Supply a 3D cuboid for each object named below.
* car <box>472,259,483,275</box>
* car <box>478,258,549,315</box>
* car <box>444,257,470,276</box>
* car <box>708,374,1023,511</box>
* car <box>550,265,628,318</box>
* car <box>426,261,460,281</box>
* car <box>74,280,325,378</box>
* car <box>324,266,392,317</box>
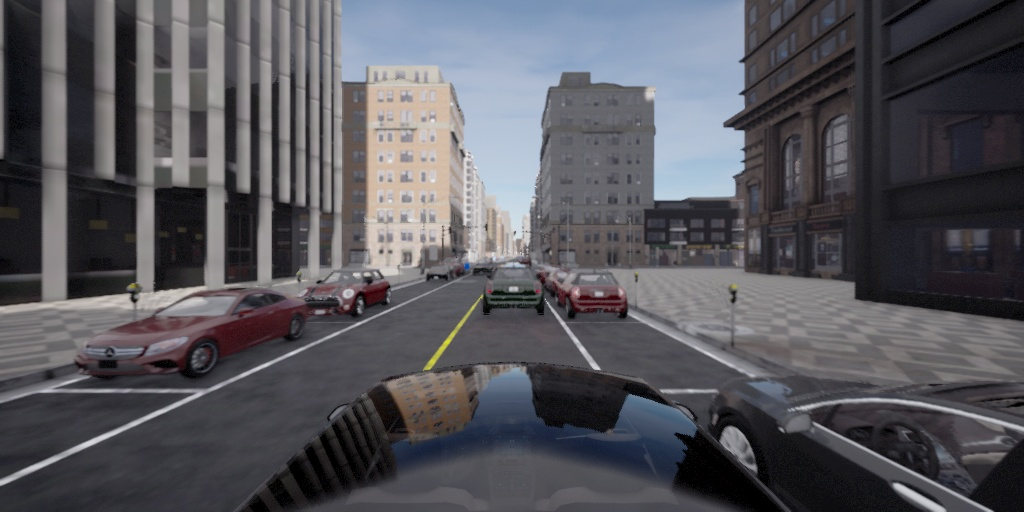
[{"bbox_3d":[-3.058,1.324,37.862,1.895,1.301,4.718,0,0,0],"label":"car"},{"bbox_3d":[0.067,1.094,13.768,2.097,1.767,4.553,0,0,0],"label":"car"},{"bbox_3d":[-5.852,1.039,35.492,2.192,1.841,5.009,0,0,0],"label":"car"},{"bbox_3d":[2.668,1.300,1.628,2.007,1.370,4.403,0,0,0],"label":"car"},{"bbox_3d":[2.669,1.183,12.906,1.967,1.591,4.097,0,0,0],"label":"car"},{"bbox_3d":[-5.854,1.295,29.852,1.948,1.339,4.313,0,0,0],"label":"car"},{"bbox_3d":[-5.857,1.329,7.292,1.802,1.307,4.207,0,0,0],"label":"car"},{"bbox_3d":[-5.856,1.183,12.933,1.967,1.591,4.097,0,0,0],"label":"car"}]
